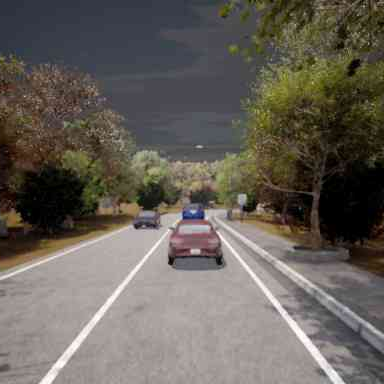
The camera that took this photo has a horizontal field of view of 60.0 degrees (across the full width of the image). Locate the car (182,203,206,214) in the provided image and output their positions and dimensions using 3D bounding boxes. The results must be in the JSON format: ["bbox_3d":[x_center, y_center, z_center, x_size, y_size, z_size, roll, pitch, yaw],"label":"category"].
[{"bbox_3d":[0.157,2.078,32.920,2.150,2.045,5.566,0,-2,1],"label":"car"}]

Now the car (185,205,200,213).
[{"bbox_3d":[0.235,3.454,68.571,2.128,1.511,4.902,1,-2,12],"label":"car"}]

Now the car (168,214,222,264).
[{"bbox_3d":[0.101,1.756,12.622,1.812,1.442,4.674,0,-2,0],"label":"car"}]

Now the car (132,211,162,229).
[{"bbox_3d":[-3.567,2.232,27.378,2.033,1.411,5.357,0,-2,0],"label":"car"}]
